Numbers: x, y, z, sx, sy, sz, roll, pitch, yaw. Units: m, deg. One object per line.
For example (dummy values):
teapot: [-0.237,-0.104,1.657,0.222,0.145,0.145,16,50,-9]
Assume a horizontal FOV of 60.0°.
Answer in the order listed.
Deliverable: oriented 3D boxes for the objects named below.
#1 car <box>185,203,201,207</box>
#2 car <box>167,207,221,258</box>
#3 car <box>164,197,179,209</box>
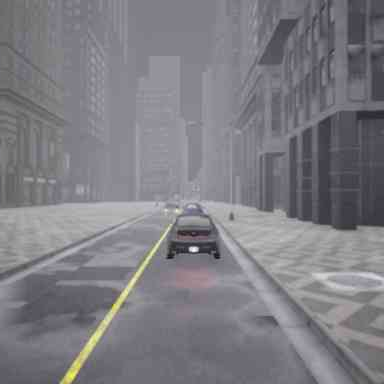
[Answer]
car: [0.072,1.682,28.924,1.812,1.442,4.674,0,0,0]
car: [0.071,1.563,12.976,1.837,1.490,4.892,0,0,0]
car: [-3.084,1.717,51.098,2.097,1.767,4.553,0,-1,0]
